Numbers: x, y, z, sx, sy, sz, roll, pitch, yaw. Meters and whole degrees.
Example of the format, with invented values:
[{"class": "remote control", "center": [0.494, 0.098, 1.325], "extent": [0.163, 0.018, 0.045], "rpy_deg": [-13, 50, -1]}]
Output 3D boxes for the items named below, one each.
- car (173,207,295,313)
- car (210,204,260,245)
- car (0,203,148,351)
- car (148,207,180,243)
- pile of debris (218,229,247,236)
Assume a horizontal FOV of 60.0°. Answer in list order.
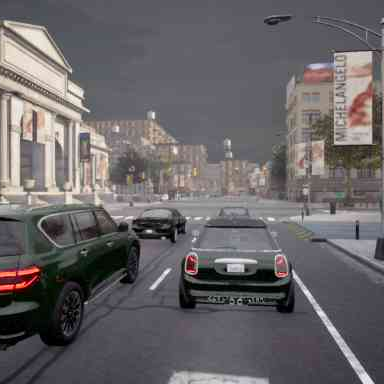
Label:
[{"class": "car", "center": [1.015, 1.352, 7.930], "extent": [2.097, 1.767, 4.553], "rpy_deg": [0, 0, 7]}, {"class": "car", "center": [2.149, 1.489, 16.779], "extent": [2.128, 1.511, 4.902], "rpy_deg": [0, 0, 7]}, {"class": "car", "center": [-2.665, 1.221, 6.563], "extent": [2.150, 2.045, 5.566], "rpy_deg": [0, 0, 6]}, {"class": "car", "center": [-1.447, 1.478, 16.237], "extent": [1.882, 1.535, 5.008], "rpy_deg": [0, 0, 8]}, {"class": "pile of debris", "center": [2.206, 2.175, 18.015], "extent": [1.500, 0.140, 1.860], "rpy_deg": [0, 0, 8]}]
